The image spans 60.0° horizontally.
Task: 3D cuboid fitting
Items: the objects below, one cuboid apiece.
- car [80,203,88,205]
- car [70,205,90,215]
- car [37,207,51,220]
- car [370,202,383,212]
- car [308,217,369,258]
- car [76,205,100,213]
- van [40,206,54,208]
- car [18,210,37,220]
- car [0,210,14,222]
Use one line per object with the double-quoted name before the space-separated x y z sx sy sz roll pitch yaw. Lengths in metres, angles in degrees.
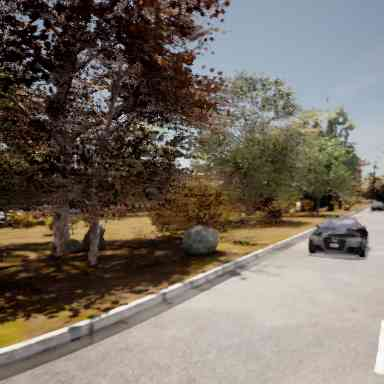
"car" -24.005 3.310 69.781 5.566 2.045 2.435 -1 -1 31
"car" -18.055 3.321 54.274 4.792 1.488 2.163 -1 -1 31
"car" -22.317 3.254 47.123 4.674 1.452 2.002 -1 -1 31
"car" 27.459 2.149 49.090 2.033 1.411 5.357 -1 -1 32
"car" 6.195 1.768 13.832 1.994 1.385 4.181 -1 -1 31
"car" -22.695 3.586 72.261 5.366 1.575 1.946 -1 -1 31
"van" -20.788 3.012 49.445 4.442 1.987 1.878 -1 -1 31
"car" -23.748 3.189 44.744 5.008 1.535 2.097 -1 -1 31
"car" -25.173 3.204 42.362 4.674 1.452 2.002 -1 -1 31
